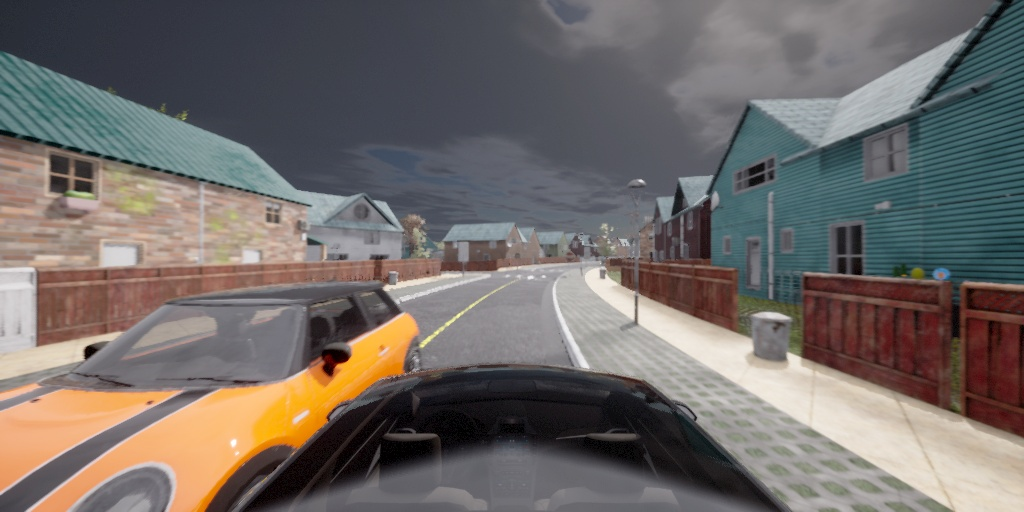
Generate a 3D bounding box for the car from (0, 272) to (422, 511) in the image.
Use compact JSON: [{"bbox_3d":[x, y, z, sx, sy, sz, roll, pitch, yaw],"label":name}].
[{"bbox_3d":[-2.388,1.093,3.351,2.097,1.767,4.553,0,0,1],"label":"car"}]
